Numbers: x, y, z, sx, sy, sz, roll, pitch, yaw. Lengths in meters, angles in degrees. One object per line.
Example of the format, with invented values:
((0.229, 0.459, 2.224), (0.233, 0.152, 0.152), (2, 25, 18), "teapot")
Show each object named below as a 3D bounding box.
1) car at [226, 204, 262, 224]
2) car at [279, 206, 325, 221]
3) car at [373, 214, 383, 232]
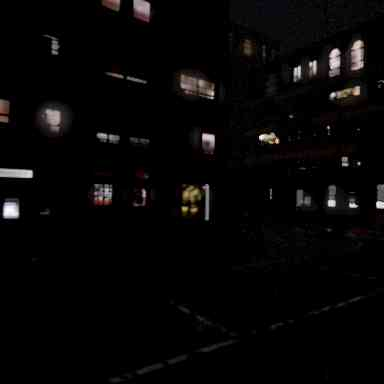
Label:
((3.563, 1.676, 26.278), (1.967, 1.590, 4.097), (1, -1, -36), "car")
((10.158, 1.949, 31.043), (2.008, 1.369, 4.403), (1, -1, -36), "car")
((12.722, 1.700, 18.212), (1.882, 1.535, 5.008), (1, -1, -36), "car")
